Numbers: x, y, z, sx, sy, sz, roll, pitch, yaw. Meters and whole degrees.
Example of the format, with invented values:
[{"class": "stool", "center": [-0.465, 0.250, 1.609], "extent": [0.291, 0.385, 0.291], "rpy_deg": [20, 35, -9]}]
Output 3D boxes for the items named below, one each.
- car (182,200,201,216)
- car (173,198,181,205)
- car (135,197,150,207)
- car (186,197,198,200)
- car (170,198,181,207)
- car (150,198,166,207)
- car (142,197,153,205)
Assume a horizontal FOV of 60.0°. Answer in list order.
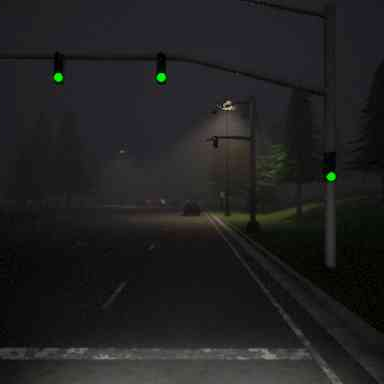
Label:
[{"class": "car", "center": [-0.015, 1.962, 38.388], "extent": [1.812, 1.442, 4.674], "rpy_deg": [0, -1, 0]}, {"class": "car", "center": [-3.531, 2.212, 79.420], "extent": [1.882, 1.535, 5.008], "rpy_deg": [0, -1, 0]}, {"class": "car", "center": [-10.527, 2.316, 68.995], "extent": [2.033, 1.411, 5.357], "rpy_deg": [0, -1, 0]}, {"class": "car", "center": [-0.027, 2.003, 69.033], "extent": [2.150, 2.045, 5.566], "rpy_deg": [0, -1, 0]}, {"class": "car", "center": [-3.527, 2.334, 69.414], "extent": [1.994, 1.385, 4.181], "rpy_deg": [0, -1, 0]}, {"class": "car", "center": [-7.027, 2.377, 69.443], "extent": [1.895, 1.301, 4.718], "rpy_deg": [0, -1, 0]}, {"class": "car", "center": [-10.531, 2.089, 79.389], "extent": [2.097, 1.767, 4.553], "rpy_deg": [0, -1, 0]}]
